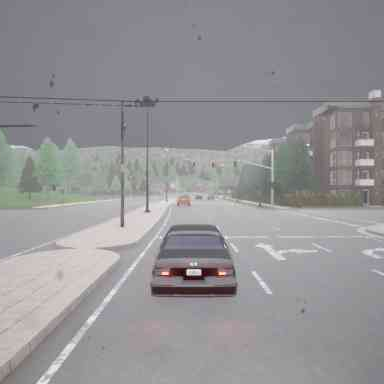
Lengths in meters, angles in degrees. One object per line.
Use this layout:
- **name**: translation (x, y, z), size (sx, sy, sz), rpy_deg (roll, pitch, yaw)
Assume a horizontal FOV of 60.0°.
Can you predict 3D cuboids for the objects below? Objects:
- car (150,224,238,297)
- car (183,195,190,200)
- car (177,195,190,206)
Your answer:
- **car**: translation (0.042, 1.547, 8.725), size (2.033, 1.411, 5.357), rpy_deg (0, 0, 0)
- **car**: translation (-1.556, 1.524, 95.473), size (1.812, 1.442, 4.674), rpy_deg (0, 0, 0)
- **car**: translation (-1.364, 1.352, 54.470), size (2.097, 1.767, 4.553), rpy_deg (0, 0, -1)
